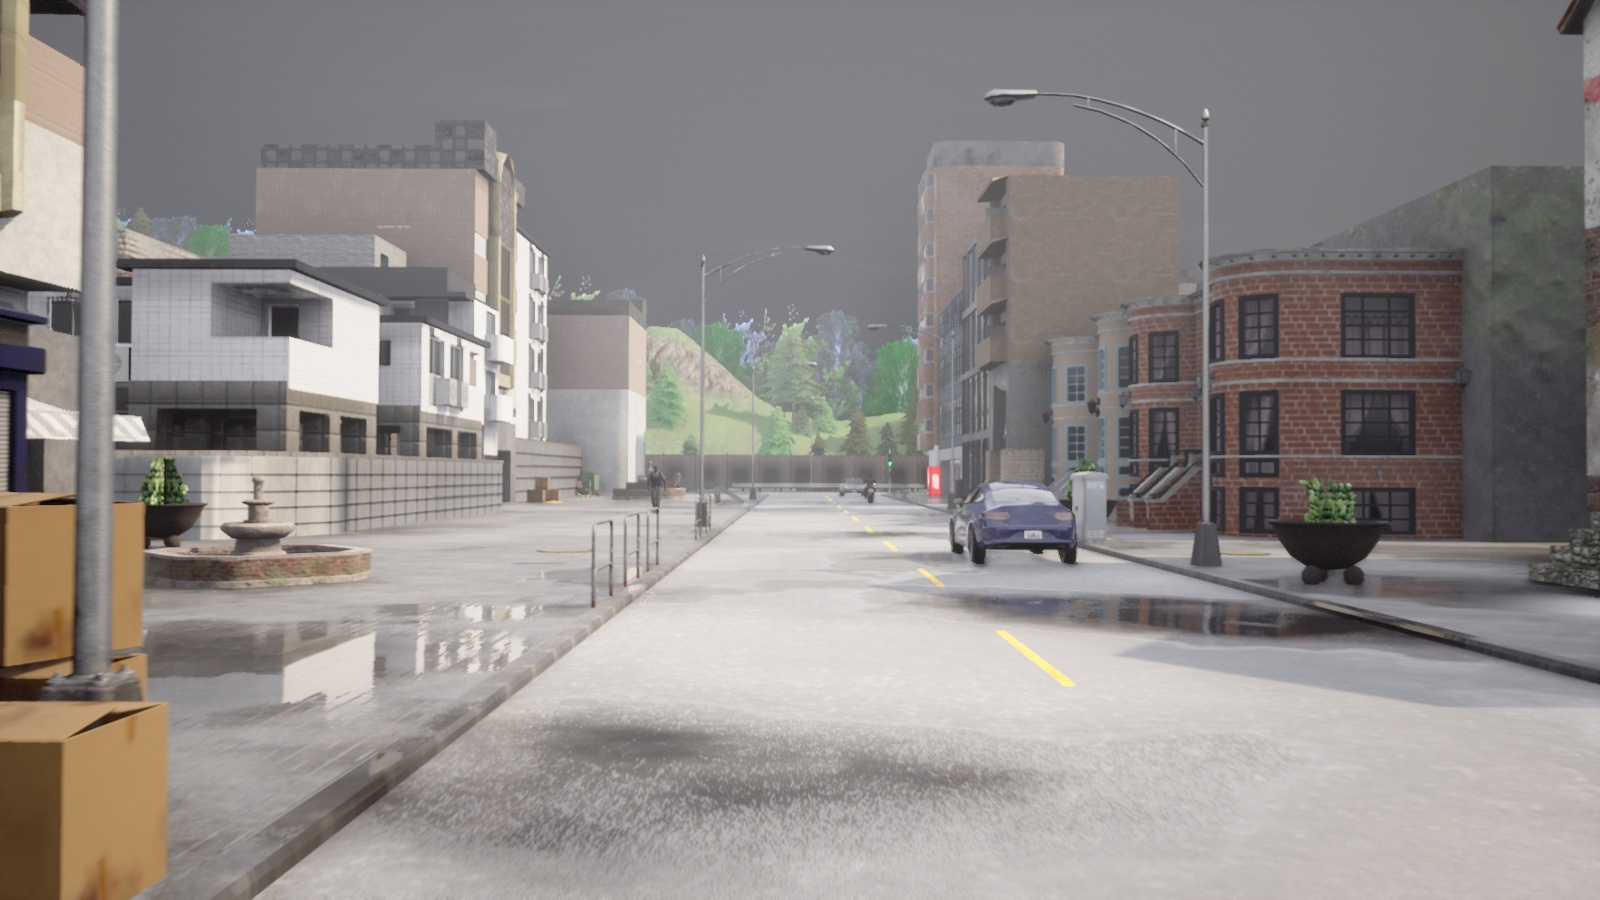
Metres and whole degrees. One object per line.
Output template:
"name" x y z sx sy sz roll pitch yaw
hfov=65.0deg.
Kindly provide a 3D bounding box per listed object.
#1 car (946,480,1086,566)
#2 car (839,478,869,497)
"car" 3.941 1.290 23.639 1.812 1.442 4.674 0 -1 0
"car" 3.771 2.636 88.758 1.895 1.301 4.718 0 -1 0
